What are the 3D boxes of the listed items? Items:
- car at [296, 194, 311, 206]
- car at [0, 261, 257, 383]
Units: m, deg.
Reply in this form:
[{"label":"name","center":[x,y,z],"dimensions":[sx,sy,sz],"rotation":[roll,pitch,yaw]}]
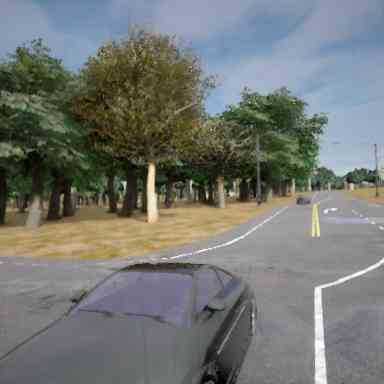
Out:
[{"label":"car","center":[16.092,1.107,47.901],"dimensions":[1.882,1.535,5.008],"rotation":[-2,0,23]},{"label":"car","center":[-0.414,1.623,4.116],"dimensions":[1.994,1.385,4.181],"rotation":[-3,-2,19]}]
